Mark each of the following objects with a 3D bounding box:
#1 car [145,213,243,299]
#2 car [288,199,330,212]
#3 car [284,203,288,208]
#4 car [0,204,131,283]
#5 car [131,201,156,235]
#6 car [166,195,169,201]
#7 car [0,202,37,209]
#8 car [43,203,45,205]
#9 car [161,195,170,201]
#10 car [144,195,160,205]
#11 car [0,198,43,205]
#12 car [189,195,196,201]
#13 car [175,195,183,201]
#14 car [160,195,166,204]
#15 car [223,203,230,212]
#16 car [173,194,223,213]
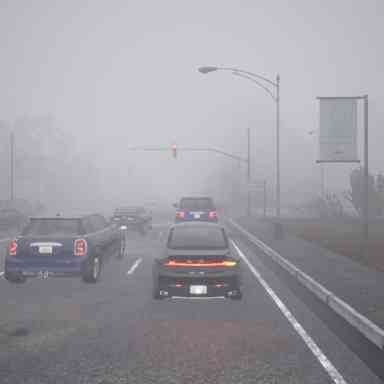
[{"bbox_3d":[0.118,1.505,8.400,1.837,1.490,4.892,0,0,0],"label":"car"},{"bbox_3d":[14.136,1.505,38.667,4.892,1.490,1.837,0,0,3],"label":"car"},{"bbox_3d":[14.545,1.547,42.150,5.357,1.411,2.033,0,0,3],"label":"car"},{"bbox_3d":[-3.379,1.352,9.815,2.097,1.767,4.553,0,0,0],"label":"car"},{"bbox_3d":[-3.360,1.505,18.774,1.837,1.490,4.892,0,0,0],"label":"car"},{"bbox_3d":[-6.836,1.478,75.245,1.882,1.535,5.008,0,0,0],"label":"car"},{"bbox_3d":[-10.510,1.491,17.480,2.128,1.511,4.902,0,0,1],"label":"car"},{"bbox_3d":[-18.820,1.478,37.136,5.008,1.535,1.882,0,0,0],"label":"car"},{"bbox_3d":[-6.814,1.494,85.202,1.837,1.490,4.892,0,0,0],"label":"car"},{"bbox_3d":[-6.964,1.526,55.740,1.812,1.442,4.674,0,0,0],"label":"car"},{"bbox_3d":[-18.143,1.491,33.350,4.902,1.511,2.128,0,0,3],"label":"car"},{"bbox_3d":[0.187,1.471,85.950,1.882,1.535,5.008,0,0,0],"label":"car"},{"bbox_3d":[-3.312,1.471,85.958,1.882,1.535,5.008,0,0,0],"label":"car"},{"bbox_3d":[-6.894,1.547,65.467,2.033,1.411,5.357,0,0,1],"label":"car"},{"bbox_3d":[1.612,1.491,35.698,4.902,1.511,2.128,0,0,3],"label":"car"},{"bbox_3d":[0.163,1.221,18.248,2.150,2.045,5.566,0,0,-2],"label":"car"}]
